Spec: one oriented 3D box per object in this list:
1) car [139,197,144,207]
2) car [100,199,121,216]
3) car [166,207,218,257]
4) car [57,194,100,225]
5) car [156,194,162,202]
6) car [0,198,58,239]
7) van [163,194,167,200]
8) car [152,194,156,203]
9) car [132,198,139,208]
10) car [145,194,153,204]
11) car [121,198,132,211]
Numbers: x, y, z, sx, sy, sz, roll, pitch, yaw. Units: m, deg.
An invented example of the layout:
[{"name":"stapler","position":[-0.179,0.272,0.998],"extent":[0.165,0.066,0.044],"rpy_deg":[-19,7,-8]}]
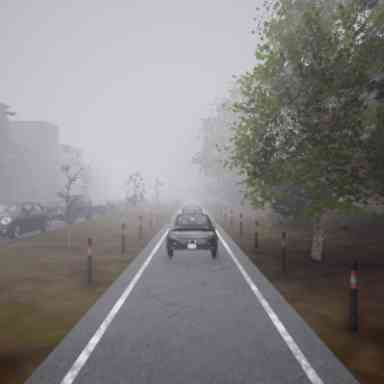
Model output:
[{"name":"car","position":[-9.030,1.578,50.771],"extent":[1.946,1.575,5.366],"rpy_deg":[0,0,2]},{"name":"car","position":[-8.999,1.515,33.292],"extent":[2.097,1.535,5.008],"rpy_deg":[0,0,2]},{"name":"car","position":[0.023,1.604,13.510],"extent":[2.128,1.511,4.902],"rpy_deg":[0,0,1]},{"name":"car","position":[-8.987,1.206,24.340],"extent":[2.435,2.045,5.566],"rpy_deg":[0,0,2]},{"name":"car","position":[-9.057,1.444,76.456],"extent":[2.435,2.045,5.566],"rpy_deg":[0,0,1]},{"name":"car","position":[-8.974,1.301,16.686],"extent":[2.185,1.767,4.553],"rpy_deg":[0,-1,2]},{"name":"van","position":[-9.087,1.539,94.172],"extent":[1.878,1.987,4.442],"rpy_deg":[0,0,2]},{"name":"car","position":[-9.045,1.624,66.571],"extent":[2.097,1.535,5.008],"rpy_deg":[0,0,2]},{"name":"car","position":[-9.014,1.573,44.389],"extent":[2.097,1.535,5.008],"rpy_deg":[0,-1,2]},{"name":"car","position":[-9.037,1.616,61.023],"extent":[2.097,1.535,5.008],"rpy_deg":[0,0,2]},{"name":"car","position":[-9.006,1.555,38.833],"extent":[2.231,1.521,4.892],"rpy_deg":[0,0,2]}]
